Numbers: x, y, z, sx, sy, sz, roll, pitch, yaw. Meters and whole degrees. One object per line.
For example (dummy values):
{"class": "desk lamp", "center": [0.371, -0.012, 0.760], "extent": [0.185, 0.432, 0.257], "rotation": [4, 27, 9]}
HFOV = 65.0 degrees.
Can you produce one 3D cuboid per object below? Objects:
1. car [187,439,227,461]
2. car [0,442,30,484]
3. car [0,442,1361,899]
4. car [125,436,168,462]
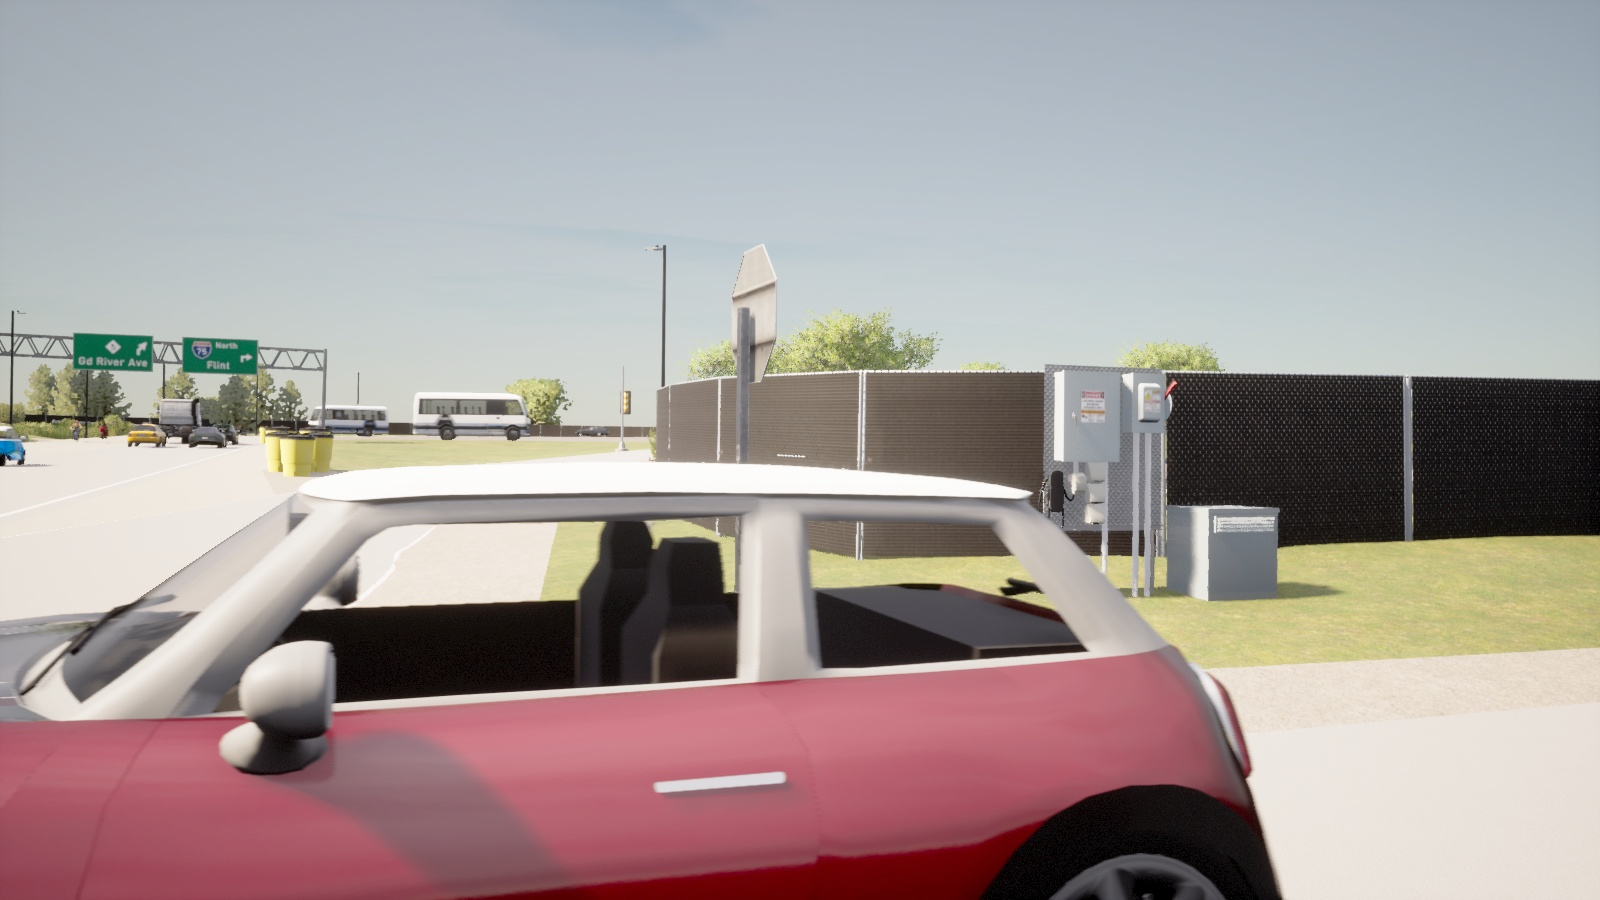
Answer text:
{"class": "car", "center": [-38.160, -0.009, 80.944], "extent": [1.994, 1.385, 4.181], "rotation": [0, 1, -21]}
{"class": "car", "center": [-27.844, 0.443, 43.598], "extent": [1.481, 1.376, 2.207], "rotation": [0, 1, -21]}
{"class": "car", "center": [-0.892, 0.742, 3.096], "extent": [3.806, 1.475, 1.970], "rotation": [-1, 0, -18]}
{"class": "car", "center": [-41.423, -0.105, 79.676], "extent": [1.801, 1.575, 5.366], "rotation": [0, 1, -21]}
